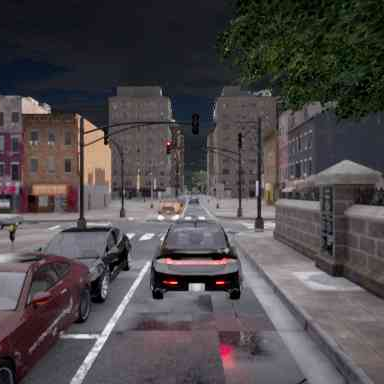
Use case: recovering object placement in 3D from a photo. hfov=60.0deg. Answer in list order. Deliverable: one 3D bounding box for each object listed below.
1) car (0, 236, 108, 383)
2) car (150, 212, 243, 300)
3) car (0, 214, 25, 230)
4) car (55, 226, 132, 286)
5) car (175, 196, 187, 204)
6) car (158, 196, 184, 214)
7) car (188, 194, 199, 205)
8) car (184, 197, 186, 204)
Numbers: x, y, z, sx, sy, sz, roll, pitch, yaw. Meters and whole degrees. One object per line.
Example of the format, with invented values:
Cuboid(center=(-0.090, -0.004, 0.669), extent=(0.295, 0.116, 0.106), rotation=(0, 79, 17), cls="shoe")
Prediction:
Cuboid(center=(-2.632, 1.582, 4.545), extent=(1.802, 1.307, 4.206), rotation=(0, 0, 0), cls="car")
Cuboid(center=(0.093, 1.491, 8.386), extent=(2.128, 1.511, 4.902), rotation=(0, 0, 0), cls="car")
Cuboid(center=(-13.315, 1.729, 21.118), extent=(4.718, 1.301, 1.895), rotation=(-1, 0, 0), cls="car")
Cuboid(center=(-2.629, 1.566, 8.207), extent=(1.947, 1.339, 4.313), rotation=(0, 0, 0), cls="car")
Cuboid(center=(-2.201, 1.476, 65.255), extent=(2.128, 1.511, 4.902), rotation=(0, 0, 1), cls="car")
Cuboid(center=(-2.286, 1.345, 34.783), extent=(2.097, 1.767, 4.553), rotation=(0, 0, 1), cls="car")
Cuboid(center=(0.343, 1.512, 60.418), extent=(1.812, 1.442, 4.674), rotation=(0, 0, 0), cls="car")
Cuboid(center=(-2.252, 1.554, 47.191), extent=(1.994, 1.385, 4.181), rotation=(0, 0, 0), cls="car")
